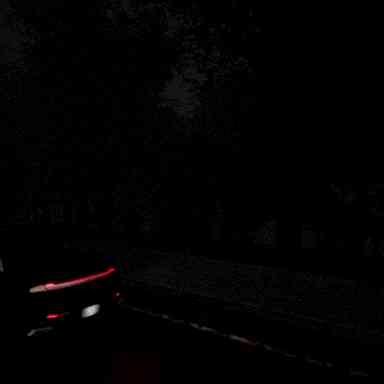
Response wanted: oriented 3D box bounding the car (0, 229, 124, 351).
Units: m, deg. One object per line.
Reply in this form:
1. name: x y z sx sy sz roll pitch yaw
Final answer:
1. car: -3.399 1.443 6.108 4.902 1.511 2.128 1 0 35
